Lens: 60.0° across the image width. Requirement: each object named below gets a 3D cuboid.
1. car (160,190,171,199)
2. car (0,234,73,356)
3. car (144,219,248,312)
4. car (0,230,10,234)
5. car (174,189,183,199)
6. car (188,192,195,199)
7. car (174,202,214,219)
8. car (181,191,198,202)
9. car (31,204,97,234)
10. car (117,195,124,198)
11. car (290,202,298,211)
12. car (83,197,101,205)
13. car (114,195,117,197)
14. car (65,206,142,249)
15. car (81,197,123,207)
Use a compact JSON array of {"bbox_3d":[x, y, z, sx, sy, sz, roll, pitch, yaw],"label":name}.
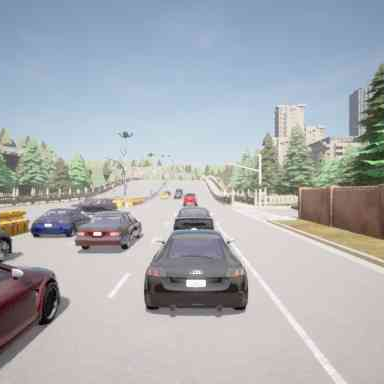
[{"bbox_3d":[-7.164,1.024,86.978,1.882,1.535,5.008,0,3,0],"label":"car"},{"bbox_3d":[-3.404,1.564,4.469,1.994,1.385,4.181,0,0,0],"label":"car"},{"bbox_3d":[0.091,1.564,7.813,1.994,1.385,4.181,0,0,1],"label":"car"},{"bbox_3d":[-6.904,1.491,9.166,2.128,1.511,4.902,0,0,0],"label":"car"},{"bbox_3d":[-3.663,0.903,86.963,2.097,1.767,4.553,0,3,0],"label":"car"},{"bbox_3d":[-0.182,0.903,89.923,1.994,1.385,4.181,0,4,0],"label":"car"},{"bbox_3d":[0.090,1.478,16.803,1.882,1.535,5.008,0,0,0],"label":"car"},{"bbox_3d":[-0.176,1.223,55.927,2.150,2.045,5.566,0,0,3],"label":"car"},{"bbox_3d":[-6.912,1.564,18.007,1.994,1.385,4.181,0,0,0],"label":"car"},{"bbox_3d":[-17.614,1.477,78.992,1.895,1.301,4.718,0,1,0],"label":"car"},{"bbox_3d":[14.053,1.491,39.164,4.902,1.511,2.128,0,0,0],"label":"car"},{"bbox_3d":[-17.598,1.564,58.680,1.994,1.385,4.181,0,0,0],"label":"car"},{"bbox_3d":[-17.554,1.594,68.750,1.895,1.301,4.718,0,0,0],"label":"car"},{"bbox_3d":[-3.403,1.547,14.446,2.033,1.411,5.357,0,0,0],"label":"car"},{"bbox_3d":[-9.766,1.491,32.800,4.902,1.511,2.128,0,0,-41],"label":"car"}]
